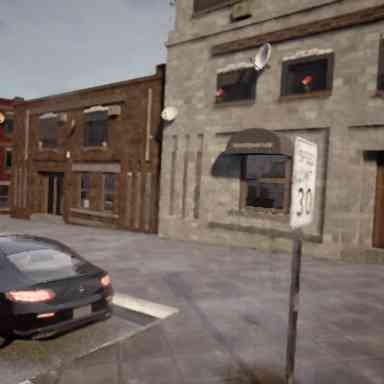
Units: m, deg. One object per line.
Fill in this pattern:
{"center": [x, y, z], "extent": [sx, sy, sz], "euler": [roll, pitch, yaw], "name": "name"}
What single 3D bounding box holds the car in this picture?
{"center": [-3.399, 1.521, 6.108], "extent": [4.674, 1.452, 2.002], "euler": [0, -2, 37], "name": "car"}
